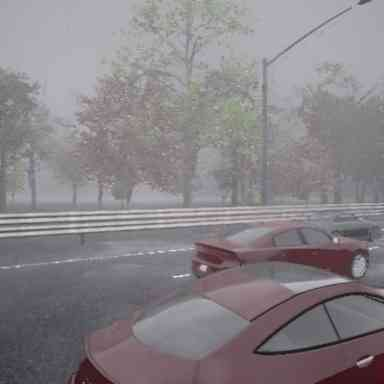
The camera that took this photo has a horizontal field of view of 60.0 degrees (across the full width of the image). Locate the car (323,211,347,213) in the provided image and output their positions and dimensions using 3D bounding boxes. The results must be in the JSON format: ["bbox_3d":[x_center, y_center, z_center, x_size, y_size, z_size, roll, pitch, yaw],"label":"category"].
[{"bbox_3d":[6.478,1.549,14.842,4.181,1.385,1.994,0,0,-30],"label":"car"}]

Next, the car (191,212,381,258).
[{"bbox_3d":[2.362,1.468,8.347,5.008,1.535,1.882,0,0,-31],"label":"car"}]

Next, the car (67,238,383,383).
[{"bbox_3d":[1.161,1.522,3.536,4.674,1.442,1.812,0,0,-31],"label":"car"}]
